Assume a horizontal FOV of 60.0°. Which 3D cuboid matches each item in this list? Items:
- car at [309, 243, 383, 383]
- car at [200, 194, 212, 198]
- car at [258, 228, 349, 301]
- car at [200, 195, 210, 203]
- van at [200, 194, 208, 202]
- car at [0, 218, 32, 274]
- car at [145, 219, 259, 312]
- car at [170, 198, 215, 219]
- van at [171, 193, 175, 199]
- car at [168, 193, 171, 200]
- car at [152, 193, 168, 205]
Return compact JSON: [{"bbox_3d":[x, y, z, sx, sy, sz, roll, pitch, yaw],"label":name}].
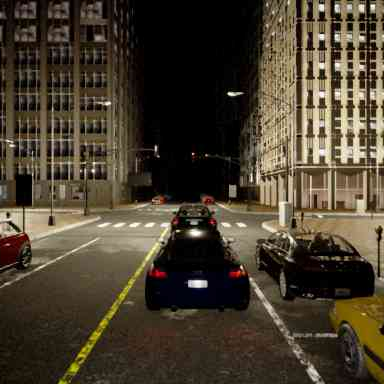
[{"bbox_3d":[2.690,1.525,2.625,1.752,1.417,4.829,0,0,0],"label":"car"},{"bbox_3d":[2.761,1.389,57.383,1.967,1.590,4.097,0,0,0],"label":"car"},{"bbox_3d":[2.688,1.550,8.123,2.008,1.369,4.403,0,0,0],"label":"car"},{"bbox_3d":[2.660,1.364,68.751,1.967,1.590,4.097,0,0,0],"label":"car"},{"bbox_3d":[2.657,1.252,74.436,1.690,1.788,3.998,0,0,0],"label":"van"},{"bbox_3d":[-5.692,1.439,8.117,1.967,1.590,4.097,0,0,0],"label":"car"},{"bbox_3d":[0.098,1.563,7.779,1.994,1.385,4.181,0,0,0],"label":"car"},{"bbox_3d":[0.090,1.347,16.412,2.097,1.767,4.553,0,0,0],"label":"car"},{"bbox_3d":[-5.725,1.238,80.121,1.690,1.788,3.998,0,0,0],"label":"van"},{"bbox_3d":[-5.747,1.252,63.066,2.192,1.841,5.009,0,0,0],"label":"car"},{"bbox_3d":[-5.811,1.389,57.380,1.967,1.590,4.097,0,0,0],"label":"car"}]
